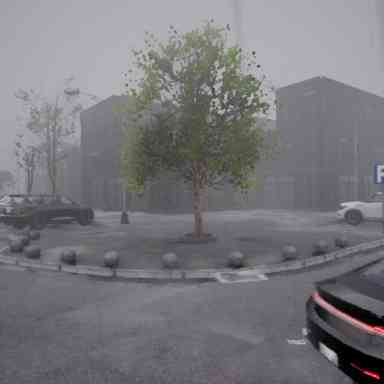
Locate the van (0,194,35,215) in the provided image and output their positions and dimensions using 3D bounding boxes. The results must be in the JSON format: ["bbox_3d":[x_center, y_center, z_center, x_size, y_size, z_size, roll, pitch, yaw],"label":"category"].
[{"bbox_3d":[-17.947,1.187,32.416,1.878,1.987,4.442,0,0,31],"label":"van"}]

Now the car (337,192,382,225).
[{"bbox_3d":[11.807,0.958,20.103,5.566,2.045,2.435,-1,0,33],"label":"car"}]

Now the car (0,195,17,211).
[{"bbox_3d":[-23.528,1.293,39.275,2.185,1.767,4.553,0,0,31],"label":"car"}]

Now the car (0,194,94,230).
[{"bbox_3d":[-8.769,1.151,20.780,2.435,2.045,5.566,0,0,32],"label":"car"}]

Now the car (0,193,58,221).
[{"bbox_3d":[-14.321,1.157,27.663,2.435,2.045,5.566,0,0,31],"label":"car"}]

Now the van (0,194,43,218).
[{"bbox_3d":[-16.102,1.185,30.103,1.878,1.987,4.442,0,0,31],"label":"van"}]

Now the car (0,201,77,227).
[{"bbox_3d":[-10.619,1.433,23.036,2.163,1.488,4.792,0,0,31],"label":"car"}]

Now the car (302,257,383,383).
[{"bbox_3d":[3.800,1.432,3.962,4.902,1.511,2.128,-1,1,-11],"label":"car"}]

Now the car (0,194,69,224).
[{"bbox_3d":[-12.476,1.155,25.349,2.435,2.045,5.566,0,0,31],"label":"car"}]
